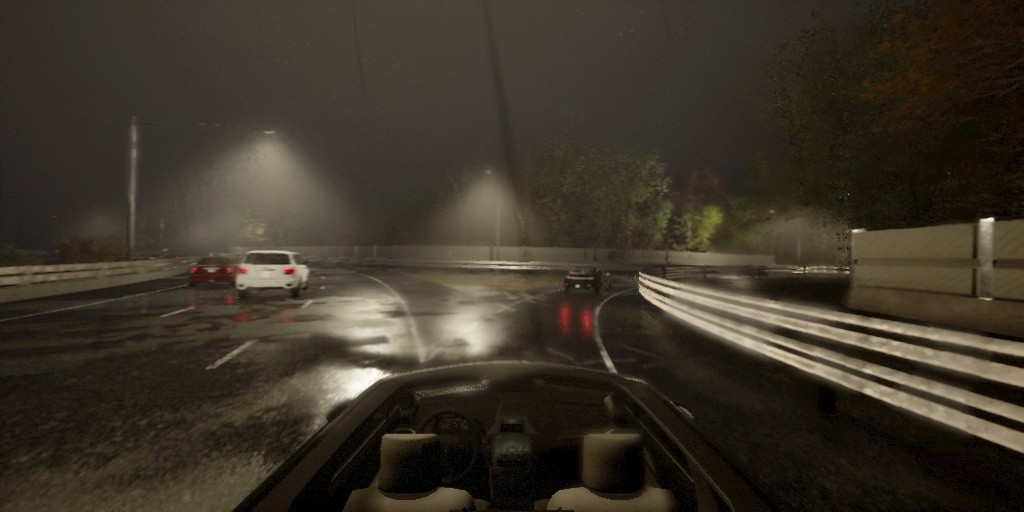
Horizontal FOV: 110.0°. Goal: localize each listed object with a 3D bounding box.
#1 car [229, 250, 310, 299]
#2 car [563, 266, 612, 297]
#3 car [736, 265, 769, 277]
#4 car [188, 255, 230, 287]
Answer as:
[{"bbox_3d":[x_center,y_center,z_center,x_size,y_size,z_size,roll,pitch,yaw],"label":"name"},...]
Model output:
[{"bbox_3d":[-10.942,0.771,16.781,2.150,2.045,5.566,1,0,-24],"label":"car"},{"bbox_3d":[4.286,1.318,19.945,2.128,1.511,4.902,1,0,25],"label":"car"},{"bbox_3d":[29.044,1.840,43.289,4.181,1.385,1.994,1,0,-27],"label":"car"},{"bbox_3d":[-16.997,0.791,21.101,2.097,1.767,4.553,1,0,-26],"label":"car"}]
